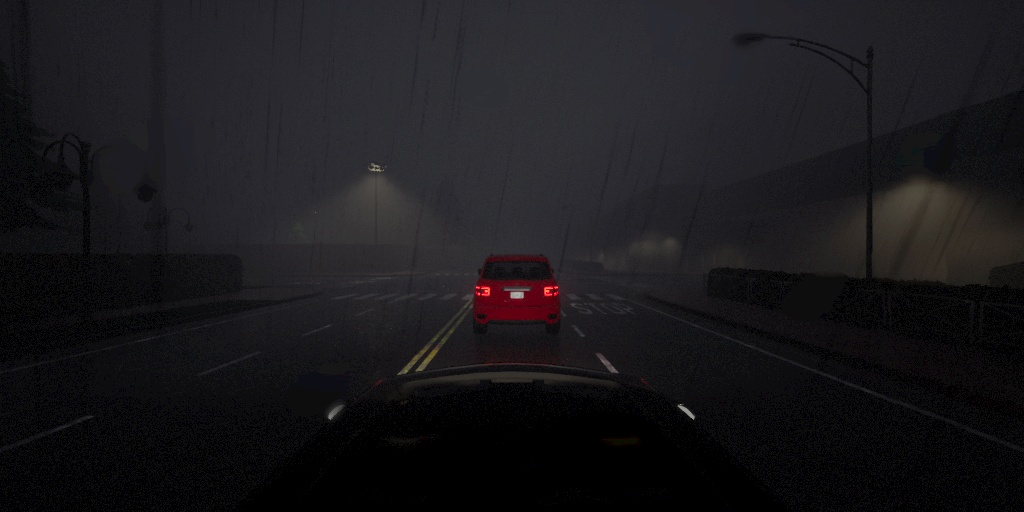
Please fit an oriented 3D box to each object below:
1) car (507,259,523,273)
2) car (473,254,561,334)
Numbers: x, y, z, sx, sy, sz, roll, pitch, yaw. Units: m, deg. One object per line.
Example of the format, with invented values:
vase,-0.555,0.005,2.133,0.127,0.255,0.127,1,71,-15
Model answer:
car,0.350,1.228,45.580,1.882,1.535,5.008,0,0,1
car,0.120,0.971,10.727,2.150,2.045,5.566,0,0,0
